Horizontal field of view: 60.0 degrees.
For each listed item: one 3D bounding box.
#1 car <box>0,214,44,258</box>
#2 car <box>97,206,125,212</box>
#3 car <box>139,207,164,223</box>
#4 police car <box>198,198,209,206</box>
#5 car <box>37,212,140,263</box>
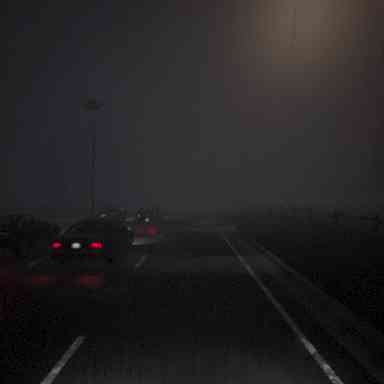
[{"bbox_3d":[-6.985,1.642,13.485,2.128,1.511,4.902,0,0,0],"label":"car"},{"bbox_3d":[-6.960,1.877,28.474,1.994,1.385,4.181,0,-1,1],"label":"car"},{"bbox_3d":[-3.465,1.911,28.198,1.895,1.301,4.718,0,-1,1],"label":"car"},{"bbox_3d":[2.406,2.260,76.155,1.930,1.638,5.238,0,-1,1],"label":"police car"},{"bbox_3d":[-3.492,1.686,12.521,2.033,1.411,5.357,0,-1,0],"label":"car"}]
